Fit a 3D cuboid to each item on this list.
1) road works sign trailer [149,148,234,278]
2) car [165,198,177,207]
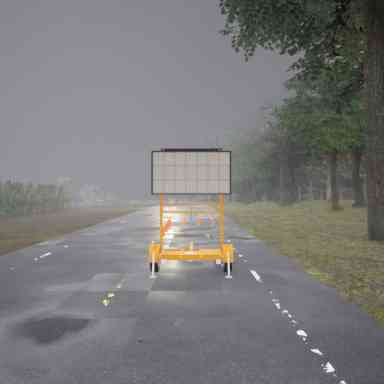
[{"bbox_3d":[-0.017,0.480,10.154,2.380,3.560,2.880,0,0,0],"label":"road works sign trailer"},{"bbox_3d":[-3.603,1.797,57.191,2.128,1.511,4.902,0,-1,0],"label":"car"}]
